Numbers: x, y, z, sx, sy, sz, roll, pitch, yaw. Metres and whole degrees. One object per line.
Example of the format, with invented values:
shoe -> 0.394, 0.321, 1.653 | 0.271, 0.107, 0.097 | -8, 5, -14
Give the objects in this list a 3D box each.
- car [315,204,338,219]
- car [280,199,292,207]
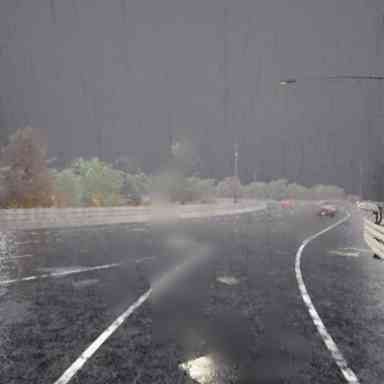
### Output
car -> 14.743, 2.092, 36.456 | 1.812, 1.442, 4.674 | 0, -1, 29
car -> 21.317, 2.424, 75.441 | 2.097, 1.767, 4.553 | 1, -1, 7
